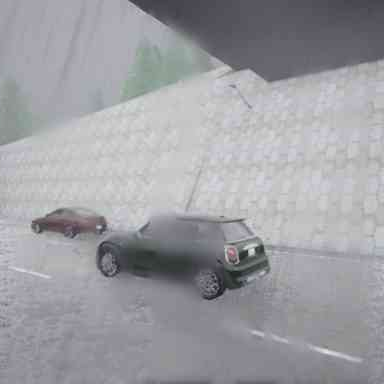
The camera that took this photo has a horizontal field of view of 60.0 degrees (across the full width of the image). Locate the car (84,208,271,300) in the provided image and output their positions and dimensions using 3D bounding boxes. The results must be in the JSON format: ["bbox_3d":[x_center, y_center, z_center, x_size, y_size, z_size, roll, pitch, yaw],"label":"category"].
[{"bbox_3d":[-0.410,1.339,8.584,4.553,1.767,2.097,0,0,36],"label":"car"}]

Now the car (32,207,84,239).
[{"bbox_3d":[-6.297,1.487,17.086,4.674,1.442,1.812,0,0,36],"label":"car"}]
